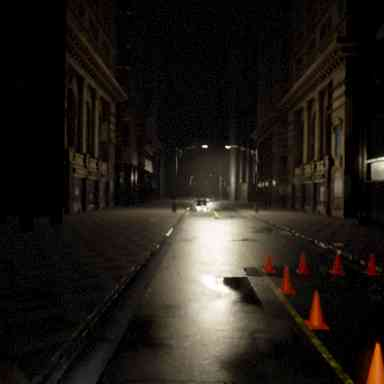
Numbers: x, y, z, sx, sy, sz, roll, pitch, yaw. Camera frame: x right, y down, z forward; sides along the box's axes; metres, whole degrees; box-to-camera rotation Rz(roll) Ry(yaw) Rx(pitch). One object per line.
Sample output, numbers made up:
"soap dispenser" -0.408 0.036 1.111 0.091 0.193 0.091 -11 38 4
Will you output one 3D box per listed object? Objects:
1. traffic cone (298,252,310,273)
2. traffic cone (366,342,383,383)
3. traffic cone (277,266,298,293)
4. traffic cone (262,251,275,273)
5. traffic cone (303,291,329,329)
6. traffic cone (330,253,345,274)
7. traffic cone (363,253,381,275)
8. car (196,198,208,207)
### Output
"traffic cone" 3.256 2.052 9.754 0.340 0.580 0.340 1 0 1
"traffic cone" 2.109 2.008 3.780 0.340 0.580 0.340 1 0 1
"traffic cone" 2.207 2.026 7.779 0.340 0.580 0.340 1 0 1
"traffic cone" 2.256 2.035 9.778 0.340 0.580 0.340 1 0 1
"traffic cone" 2.158 2.017 5.780 0.340 0.580 0.340 1 0 1
"traffic cone" 4.255 2.069 9.729 0.340 0.580 0.340 1 0 1
"traffic cone" 5.255 2.086 9.704 0.340 0.580 0.340 1 0 1
"car" 1.721 1.780 58.038 2.128 1.511 4.902 1 0 1
